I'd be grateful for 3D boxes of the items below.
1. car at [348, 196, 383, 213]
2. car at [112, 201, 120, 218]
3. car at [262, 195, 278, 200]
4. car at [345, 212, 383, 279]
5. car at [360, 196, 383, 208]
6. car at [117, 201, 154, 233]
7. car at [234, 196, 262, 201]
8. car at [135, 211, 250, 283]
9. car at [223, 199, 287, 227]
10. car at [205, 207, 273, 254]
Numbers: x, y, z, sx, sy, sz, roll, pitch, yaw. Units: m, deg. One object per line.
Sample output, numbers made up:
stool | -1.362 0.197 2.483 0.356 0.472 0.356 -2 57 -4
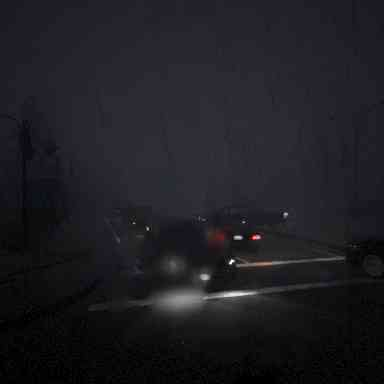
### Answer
car | 15.633 1.356 29.149 1.970 1.475 3.806 0 0 -17
car | -6.222 1.515 30.091 2.033 1.411 5.357 0 0 -17
car | 10.423 1.278 47.074 2.152 1.636 5.027 0 0 -17
car | 6.518 1.476 8.218 5.008 1.535 1.882 0 0 40
car | 23.971 1.274 43.118 1.845 1.501 3.633 0 0 -17
car | -3.083 1.529 19.933 2.033 1.411 5.357 0 0 -17
car | 7.433 1.288 46.124 2.007 1.523 4.514 0 0 -17
car | -0.371 1.543 10.093 2.033 1.411 5.357 0 0 -14
car | 2.859 1.467 19.895 5.357 1.411 2.033 -3 1 -15
car | 1.355 1.538 13.390 2.033 1.411 5.357 0 0 -3
